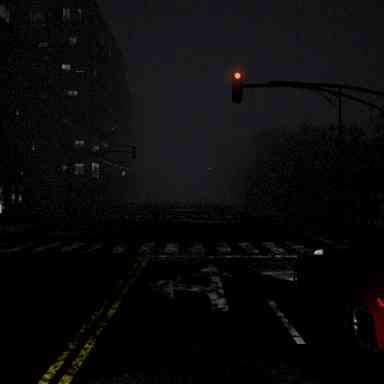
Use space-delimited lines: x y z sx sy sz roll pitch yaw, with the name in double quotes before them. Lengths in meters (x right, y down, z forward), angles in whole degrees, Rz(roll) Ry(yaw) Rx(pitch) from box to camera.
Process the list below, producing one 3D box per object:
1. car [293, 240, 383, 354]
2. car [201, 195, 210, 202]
"car" 3.345 1.564 6.128 1.994 1.385 4.181 0 0 0
"car" 3.190 1.558 78.609 2.128 1.511 4.902 0 0 0
